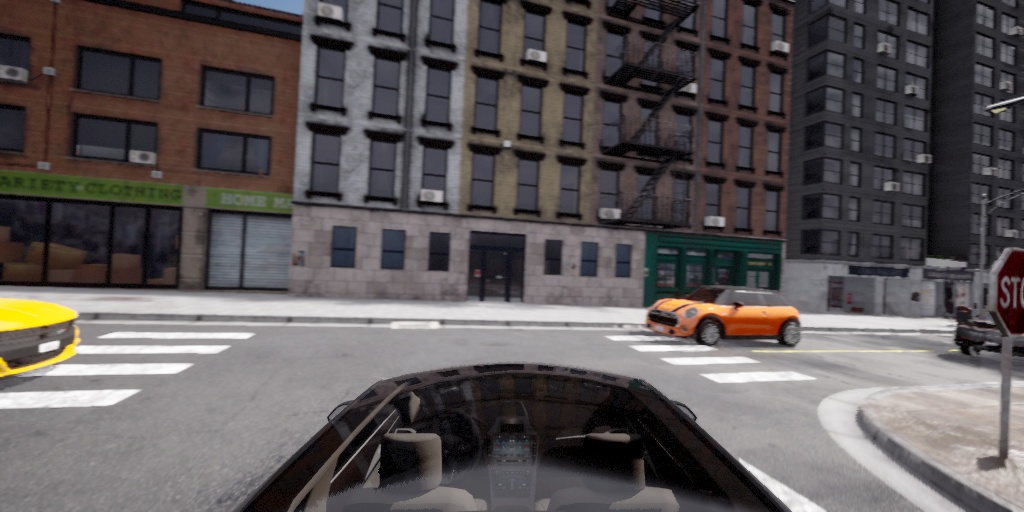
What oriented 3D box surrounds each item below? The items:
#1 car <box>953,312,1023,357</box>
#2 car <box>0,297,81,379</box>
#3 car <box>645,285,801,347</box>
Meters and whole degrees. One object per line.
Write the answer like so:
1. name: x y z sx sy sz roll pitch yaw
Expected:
1. car: 15.928 2.483 10.856 4.902 1.511 2.128 4 -1 -16
2. car: -8.309 0.723 3.922 5.008 1.535 1.882 4 -1 -16
3. car: 6.556 1.715 11.243 4.553 1.767 2.097 4 -1 -16
